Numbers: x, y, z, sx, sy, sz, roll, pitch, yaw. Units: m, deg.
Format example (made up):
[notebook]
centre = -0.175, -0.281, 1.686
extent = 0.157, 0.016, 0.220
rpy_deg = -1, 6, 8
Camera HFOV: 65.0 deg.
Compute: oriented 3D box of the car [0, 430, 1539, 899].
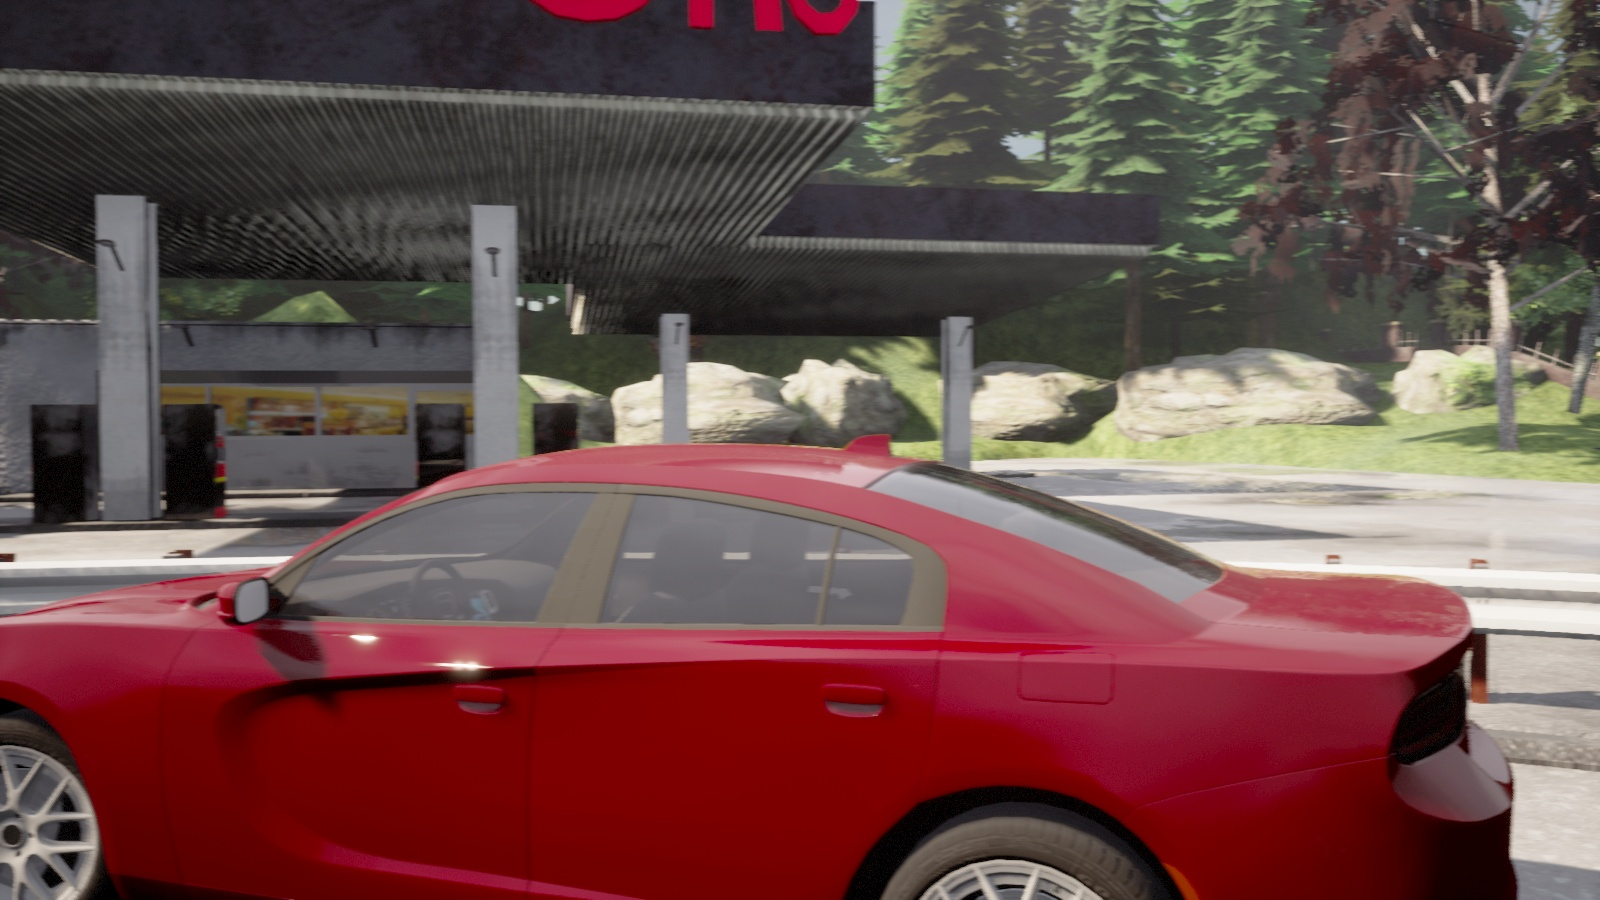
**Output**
[car]
centre = -0.665, 0.714, 4.093
extent = 5.008, 1.535, 1.882
rpy_deg = 1, 1, 19
